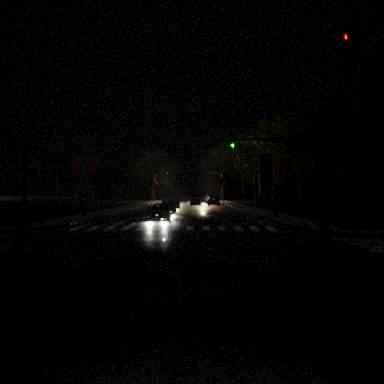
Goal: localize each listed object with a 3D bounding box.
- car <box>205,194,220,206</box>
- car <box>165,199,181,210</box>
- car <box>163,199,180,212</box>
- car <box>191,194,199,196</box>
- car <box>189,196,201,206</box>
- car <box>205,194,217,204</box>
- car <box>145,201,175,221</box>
[{"bbox_3d":[3.873,1.656,59.857,2.097,1.767,4.553,0,0,0],"label":"car"},{"bbox_3d":[-2.740,1.815,50.016,2.033,1.411,5.357,0,0,1],"label":"car"},{"bbox_3d":[-2.810,1.707,39.574,2.128,1.511,4.902,0,0,0],"label":"car"},{"bbox_3d":[0.669,1.417,69.941,2.150,2.045,5.566,0,0,0],"label":"car"},{"bbox_3d":[0.624,1.874,59.901,1.994,1.385,4.181,0,0,0],"label":"car"},{"bbox_3d":[3.919,1.411,69.926,2.150,2.045,5.566,0,0,0],"label":"car"},{"bbox_3d":[-2.850,1.728,29.226,1.994,1.385,4.181,0,0,1],"label":"car"}]
